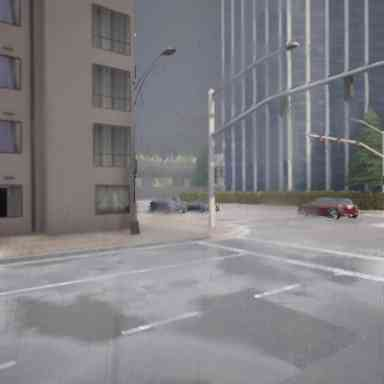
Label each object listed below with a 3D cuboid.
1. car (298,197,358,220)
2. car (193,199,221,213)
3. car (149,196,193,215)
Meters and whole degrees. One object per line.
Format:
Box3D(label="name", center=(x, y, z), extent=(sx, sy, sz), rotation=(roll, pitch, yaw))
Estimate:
Box3D(label="car", center=(10.486, 1.147, 26.016), extent=(2.097, 1.767, 4.553), rotation=(-1, 0, -26))
Box3D(label="car", center=(1.032, 1.390, 33.804), extent=(1.994, 1.385, 4.181), rotation=(-1, 0, -35))
Box3D(label="car", center=(-2.333, 1.211, 32.501), extent=(2.097, 1.767, 4.553), rotation=(-1, 0, -35))
